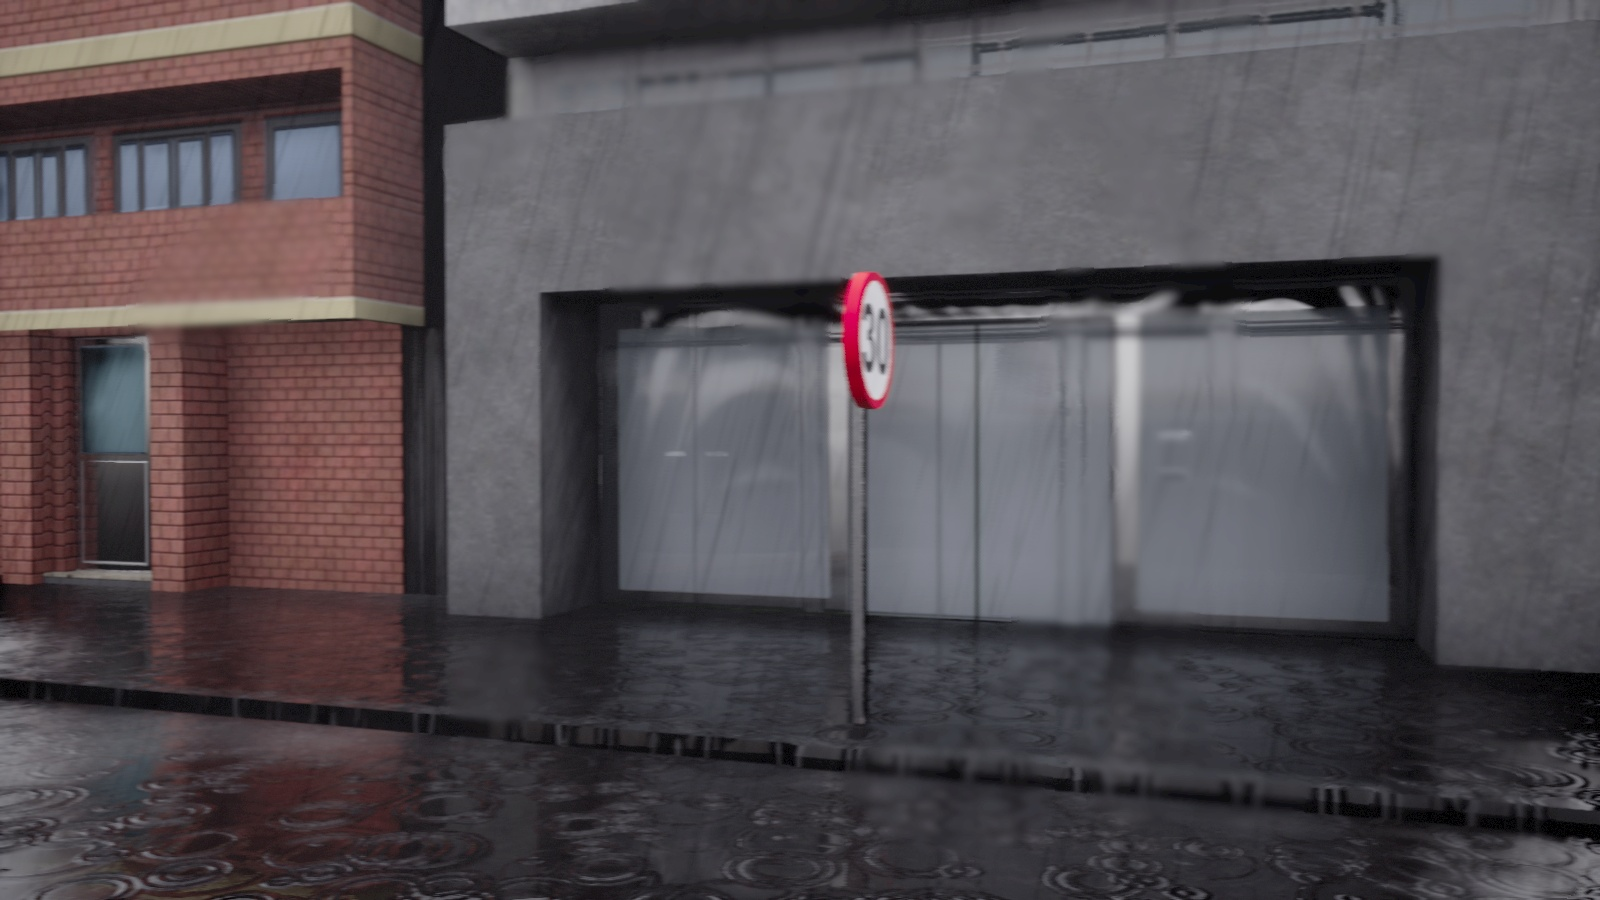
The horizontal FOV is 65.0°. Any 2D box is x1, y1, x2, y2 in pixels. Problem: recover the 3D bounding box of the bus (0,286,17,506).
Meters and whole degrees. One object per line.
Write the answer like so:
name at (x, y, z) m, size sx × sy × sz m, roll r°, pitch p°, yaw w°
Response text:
bus at (-18.819, -0.986, 20.340) m, size 3.944 × 4.253 × 10.273 m, roll 1°, pitch 1°, yaw 18°
